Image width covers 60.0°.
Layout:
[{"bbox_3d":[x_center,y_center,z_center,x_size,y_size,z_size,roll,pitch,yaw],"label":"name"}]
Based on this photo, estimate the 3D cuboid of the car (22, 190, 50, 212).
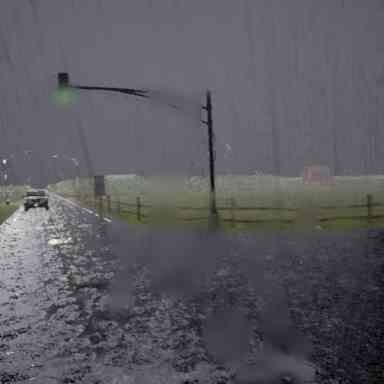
[{"bbox_3d":[-15.485,0.811,33.109,2.150,2.045,5.566,-4,2,-25],"label":"car"}]
